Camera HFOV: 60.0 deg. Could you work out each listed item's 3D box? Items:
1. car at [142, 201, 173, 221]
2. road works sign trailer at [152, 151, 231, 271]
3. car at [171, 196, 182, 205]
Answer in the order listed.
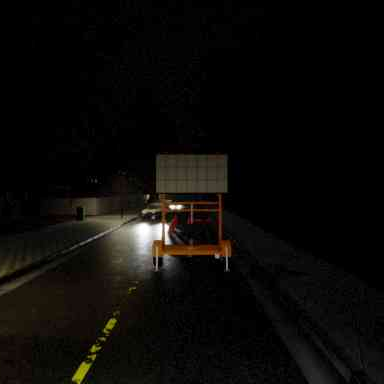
[{"bbox_3d":[-2.864,1.605,26.885,1.895,1.301,4.718,0,0,0],"label":"car"},{"bbox_3d":[-0.005,0.464,10.853,2.380,3.560,2.880,0,0,0],"label":"road works sign trailer"},{"bbox_3d":[-2.780,1.515,58.344,2.128,1.511,4.902,0,0,0],"label":"car"}]
